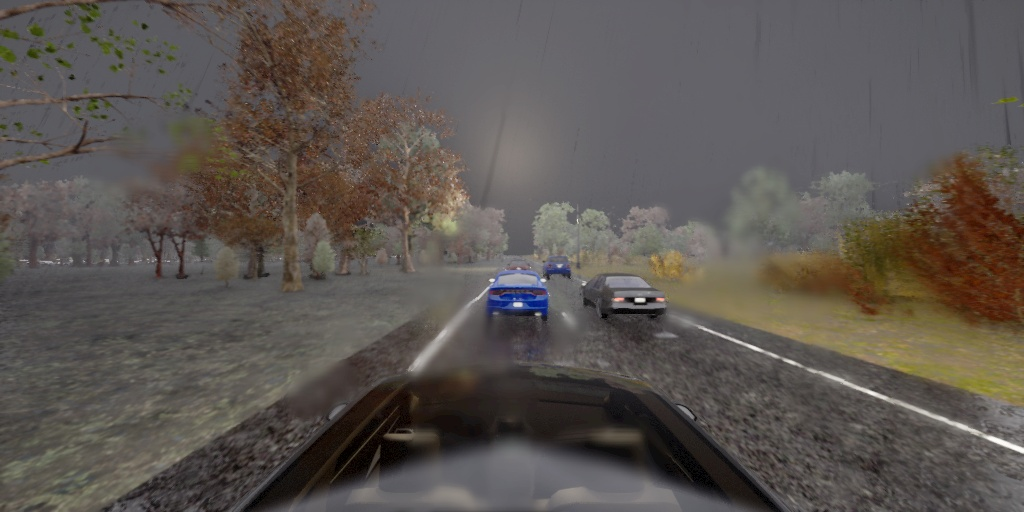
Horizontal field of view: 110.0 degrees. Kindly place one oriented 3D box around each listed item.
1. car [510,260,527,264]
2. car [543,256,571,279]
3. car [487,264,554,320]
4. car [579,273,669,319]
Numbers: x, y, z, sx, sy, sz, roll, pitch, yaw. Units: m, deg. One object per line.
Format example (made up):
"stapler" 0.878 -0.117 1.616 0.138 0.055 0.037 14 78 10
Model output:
"car" 0.581 1.117 33.161 2.097 1.767 4.553 0 0 1
"car" 4.080 0.991 33.050 2.150 2.045 5.566 0 0 1
"car" 0.199 1.233 12.673 1.882 1.535 5.008 0 0 1
"car" 3.692 1.307 12.753 2.033 1.411 5.357 0 0 1
